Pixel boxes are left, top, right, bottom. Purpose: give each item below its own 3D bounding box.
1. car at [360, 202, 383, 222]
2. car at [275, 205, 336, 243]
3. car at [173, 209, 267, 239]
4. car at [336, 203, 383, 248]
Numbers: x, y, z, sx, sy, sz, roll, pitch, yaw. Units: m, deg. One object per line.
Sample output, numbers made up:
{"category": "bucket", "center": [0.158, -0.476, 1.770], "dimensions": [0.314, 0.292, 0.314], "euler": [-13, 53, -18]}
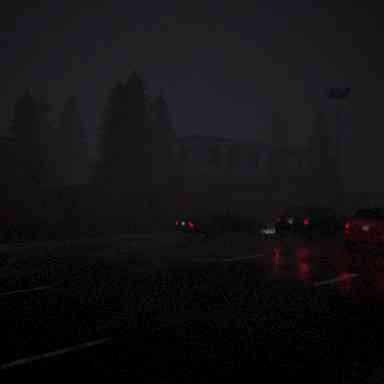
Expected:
{"category": "car", "center": [16.891, 1.676, 28.750], "dimensions": [4.902, 1.511, 2.128], "euler": [0, 0, -35]}
{"category": "car", "center": [6.397, 1.442, 16.952], "dimensions": [4.553, 1.767, 2.097], "euler": [1, 0, -35]}
{"category": "car", "center": [1.618, 1.618, 17.872], "dimensions": [5.357, 1.411, 2.033], "euler": [0, 0, -35]}
{"category": "car", "center": [8.490, 1.442, 14.145], "dimensions": [4.553, 1.767, 2.097], "euler": [1, 0, -35]}
